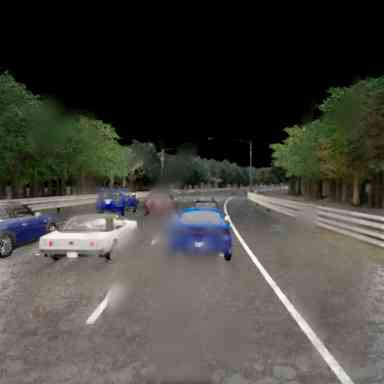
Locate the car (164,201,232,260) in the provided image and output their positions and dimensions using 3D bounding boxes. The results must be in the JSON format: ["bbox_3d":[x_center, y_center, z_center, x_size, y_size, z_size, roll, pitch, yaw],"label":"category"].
[{"bbox_3d":[0.323,1.283,11.708,1.882,1.535,5.008,0,1,2],"label":"car"}]

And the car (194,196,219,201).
[{"bbox_3d":[1.181,1.054,27.448,2.128,1.511,4.902,0,1,5],"label":"car"}]

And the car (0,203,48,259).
[{"bbox_3d":[-6.672,1.148,11.912,2.097,1.767,4.553,0,1,3],"label":"car"}]

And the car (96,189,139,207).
[{"bbox_3d":[-5.897,0.786,26.773,2.150,2.045,5.566,0,1,5],"label":"car"}]

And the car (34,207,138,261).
[{"bbox_3d":[-3.197,1.408,11.375,1.895,1.301,4.718,0,1,2],"label":"car"}]

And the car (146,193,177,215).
[{"bbox_3d":[-2.337,0.910,27.313,2.097,1.767,4.553,0,1,5],"label":"car"}]
